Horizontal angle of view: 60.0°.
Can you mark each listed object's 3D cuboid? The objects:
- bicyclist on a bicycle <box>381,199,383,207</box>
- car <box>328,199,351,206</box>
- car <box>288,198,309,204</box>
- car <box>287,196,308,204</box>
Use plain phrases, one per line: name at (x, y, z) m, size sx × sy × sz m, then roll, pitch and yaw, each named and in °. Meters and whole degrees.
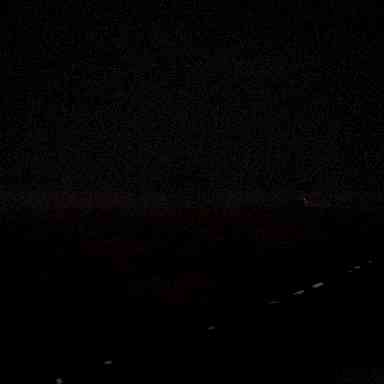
bicyclist on a bicycle at (27.193, 1.491, 46.923) m, size 0.659 × 1.776 × 1.843 m, roll 1°, pitch 0°, yaw 5°
car at (26.294, 1.842, 59.535) m, size 1.895 × 1.301 × 4.718 m, roll 1°, pitch -1°, yaw -7°
car at (23.238, 2.000, 72.958) m, size 1.895 × 1.301 × 4.718 m, roll 2°, pitch -1°, yaw -21°
car at (21.533, 1.559, 68.401) m, size 2.097 × 1.767 × 4.553 m, roll 1°, pitch -1°, yaw -12°
